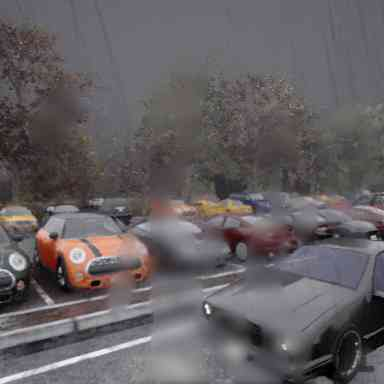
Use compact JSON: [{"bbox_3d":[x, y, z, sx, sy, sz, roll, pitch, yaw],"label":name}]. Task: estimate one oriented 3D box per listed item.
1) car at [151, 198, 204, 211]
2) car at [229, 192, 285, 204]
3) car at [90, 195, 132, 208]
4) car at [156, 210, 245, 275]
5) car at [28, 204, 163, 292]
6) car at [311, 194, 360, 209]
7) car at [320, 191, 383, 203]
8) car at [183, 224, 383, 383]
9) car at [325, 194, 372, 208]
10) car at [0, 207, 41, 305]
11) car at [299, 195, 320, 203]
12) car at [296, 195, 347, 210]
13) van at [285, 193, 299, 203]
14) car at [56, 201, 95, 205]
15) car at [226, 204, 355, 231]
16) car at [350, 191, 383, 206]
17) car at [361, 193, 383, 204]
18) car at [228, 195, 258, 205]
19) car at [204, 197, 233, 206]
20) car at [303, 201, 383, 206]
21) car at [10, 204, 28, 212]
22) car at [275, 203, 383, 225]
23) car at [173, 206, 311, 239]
[{"bbox_3d":[-1.491,1.329,26.474,2.185,1.767,4.553,-1,0,-35],"label":"car"},{"bbox_3d":[5.486,1.065,31.286,2.435,2.045,5.566,-1,1,-35],"label":"car"},{"bbox_3d":[-6.062,1.263,23.271,2.435,2.045,5.566,-1,0,-35],"label":"car"},{"bbox_3d":[-0.690,1.577,11.034,2.002,1.452,4.674,-1,0,-35],"label":"car"},{"bbox_3d":[-2.990,1.421,9.458,2.185,1.767,4.553,0,0,-35],"label":"car"},{"bbox_3d":[16.875,1.081,39.302,2.231,1.521,4.892,-1,1,-35],"label":"car"},{"bbox_3d":[10.706,1.117,19.043,2.435,2.045,5.566,-1,1,-35],"label":"car"},{"bbox_3d":[2.681,1.537,5.596,5.357,1.411,2.033,0,0,-35],"label":"car"},{"bbox_3d":[19.142,1.061,40.916,2.163,1.488,4.792,-1,1,-35],"label":"car"},{"bbox_3d":[-5.267,1.423,7.864,2.185,1.767,4.553,0,0,-35],"label":"car"},{"bbox_3d":[12.315,1.216,36.105,2.002,1.452,4.674,-1,1,-35],"label":"car"},{"bbox_3d":[14.595,1.128,37.704,2.097,1.535,5.008,-1,1,-35],"label":"car"},{"bbox_3d":[7.818,1.044,32.811,1.878,1.987,4.442,-1,1,-35],"label":"van"},{"bbox_3d":[-8.332,1.532,21.654,2.097,1.535,5.008,0,0,-35],"label":"car"},{"bbox_3d":[3.884,1.492,14.227,2.097,1.535,5.008,-1,0,-35],"label":"car"},{"bbox_3d":[23.738,0.808,44.060,2.185,1.767,4.553,-1,1,-35],"label":"car"},{"bbox_3d":[26.002,0.923,45.687,2.002,1.452,4.674,-1,1,-35],"label":"car"},{"bbox_3d":[3.086,1.361,29.866,1.946,1.575,5.366,-1,1,-35],"label":"car"},{"bbox_3d":[0.813,1.413,28.043,2.097,1.535,5.008,-1,1,-35],"label":"car"},{"bbox_3d":[8.448,1.455,17.425,2.002,1.452,4.674,-1,1,-35],"label":"car"},{"bbox_3d":[-10.508,1.539,19.898,1.946,1.575,5.366,0,0,-35],"label":"car"},{"bbox_3d":[6.182,1.487,15.805,2.163,1.488,4.792,-1,1,-35],"label":"car"},{"bbox_3d":[1.600,1.518,12.626,2.097,1.535,5.008,-1,0,-35],"label":"car"}]
